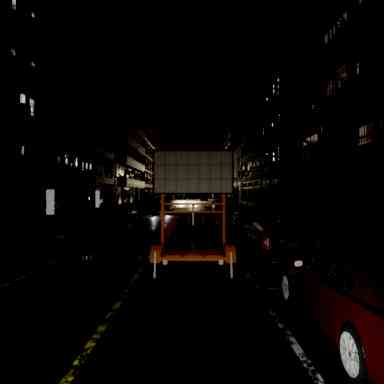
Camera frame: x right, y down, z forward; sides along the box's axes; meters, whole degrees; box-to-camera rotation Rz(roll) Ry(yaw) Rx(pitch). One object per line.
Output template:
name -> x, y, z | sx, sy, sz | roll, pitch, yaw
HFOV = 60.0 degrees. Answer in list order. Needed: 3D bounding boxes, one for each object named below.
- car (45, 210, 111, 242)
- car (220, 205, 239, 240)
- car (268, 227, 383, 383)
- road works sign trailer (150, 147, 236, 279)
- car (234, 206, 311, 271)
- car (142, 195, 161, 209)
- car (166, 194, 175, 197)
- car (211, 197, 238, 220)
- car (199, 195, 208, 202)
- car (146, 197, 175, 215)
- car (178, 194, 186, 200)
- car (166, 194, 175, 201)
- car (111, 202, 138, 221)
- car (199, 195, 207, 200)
car -> -5.653, 1.565, 16.515 | 1.947, 1.339, 4.313 | 0, 0, 0
car -> 2.728, 1.550, 16.493 | 2.008, 1.369, 4.403 | 0, 0, 0
car -> 2.703, 1.545, 5.221 | 1.887, 1.381, 4.507 | 0, 0, 0
road works sign trailer -> 0.037, 0.464, 10.013 | 2.380, 3.560, 2.880 | 0, 0, 0
car -> 2.716, 1.440, 10.858 | 1.967, 1.590, 4.097 | 0, 0, 0
car -> -5.591, 1.432, 44.698 | 1.967, 1.590, 4.097 | 0, 0, 0
car -> -5.515, 1.293, 78.516 | 2.192, 1.841, 5.009 | 0, 0, 0
car -> 2.754, 1.312, 27.766 | 2.192, 1.841, 5.009 | 0, 0, 0
car -> 2.865, 1.503, 78.664 | 1.752, 1.417, 4.829 | 0, 0, 0
car -> -3.024, 1.543, 33.788 | 2.033, 1.411, 5.357 | 0, 0, 0
car -> -2.802, 1.199, 89.971 | 2.150, 2.045, 5.566 | 0, 0, 0
car -> -5.503, 1.415, 84.152 | 1.967, 1.590, 4.097 | 0, 0, 0
car -> -5.628, 1.523, 27.618 | 1.752, 1.417, 4.829 | 0, 0, 0
car -> 2.890, 1.517, 89.766 | 1.887, 1.381, 4.507 | 0, 0, 0
